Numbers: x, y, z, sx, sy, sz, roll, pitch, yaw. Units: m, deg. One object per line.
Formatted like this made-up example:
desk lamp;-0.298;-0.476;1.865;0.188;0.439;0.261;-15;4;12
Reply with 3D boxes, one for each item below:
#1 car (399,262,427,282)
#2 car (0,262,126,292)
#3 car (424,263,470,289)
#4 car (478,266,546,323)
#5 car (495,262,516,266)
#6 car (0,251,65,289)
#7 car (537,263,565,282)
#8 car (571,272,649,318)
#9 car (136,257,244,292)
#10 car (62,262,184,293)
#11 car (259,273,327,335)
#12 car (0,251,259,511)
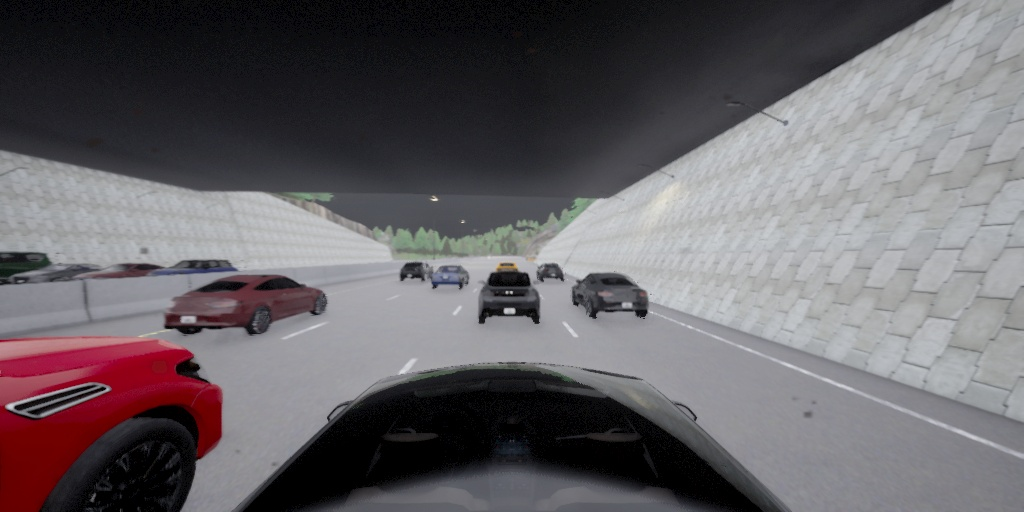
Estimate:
car;-7.393;1.170;28.166;1.837;1.490;4.892;0;0;-1
car;-24.948;1.105;20.182;1.994;1.385;4.181;0;0;-1
car;-3.792;1.246;22.687;2.033;1.411;5.357;0;0;-1
car;-0.105;1.243;12.149;1.837;1.490;4.892;0;0;-1
car;-0.421;1.194;29.777;1.882;1.535;5.008;0;0;-1
car;-28.429;0.739;19.145;2.150;2.045;5.566;0;0;-1
car;3.074;1.270;29.295;1.812;1.442;4.674;0;0;-1
car;3.381;1.289;12.942;1.812;1.442;4.674;0;0;-1
car;-17.950;0.946;20.365;2.097;1.767;4.553;0;0;-1
car;-21.447;1.093;20.119;1.812;1.442;4.674;0;0;-1
car;-7.084;1.213;10.103;1.812;1.442;4.674;0;0;-1
car;-3.401;0.947;0.516;2.150;2.045;5.566;0;0;-1
